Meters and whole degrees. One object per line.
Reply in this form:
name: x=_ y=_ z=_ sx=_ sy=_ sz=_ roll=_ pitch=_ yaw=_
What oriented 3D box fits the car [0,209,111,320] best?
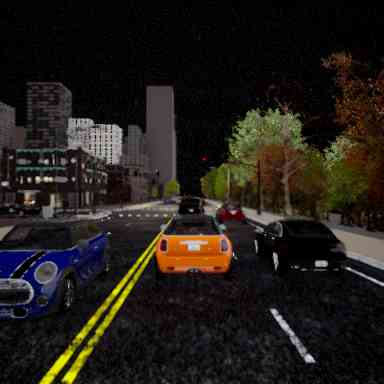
car: x=-3.387 y=1.443 z=7.771 sx=2.097 sy=1.767 sz=4.553 roll=0 pitch=-1 yaw=0

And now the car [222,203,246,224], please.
car: x=3.198 y=1.670 z=27.966 sx=2.097 sy=1.767 sz=4.553 roll=0 pitch=-1 yaw=0

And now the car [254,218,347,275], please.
car: x=3.292 y=1.628 z=10.930 sx=1.837 sy=1.490 sz=4.892 roll=0 pitch=-1 yaw=0

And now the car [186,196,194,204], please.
car: x=-0.501 y=2.100 z=89.364 sx=2.150 sy=2.045 sz=5.566 roll=0 pitch=-1 yaw=0

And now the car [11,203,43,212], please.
car: x=-20.189 y=2.315 z=42.531 sx=4.313 sy=1.339 sz=1.947 roll=-1 pitch=1 yaw=0

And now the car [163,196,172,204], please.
car: x=-7.031 y=2.291 z=94.909 sx=2.150 sy=2.045 sz=5.566 roll=0 pitch=-1 yaw=0

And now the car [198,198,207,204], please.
car: x=2.749 y=2.413 z=89.349 sx=2.033 sy=1.411 sz=5.357 roll=0 pitch=-1 yaw=0

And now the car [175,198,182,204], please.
car: x=-3.781 y=2.588 z=94.954 sx=1.812 sy=1.442 sz=4.674 roll=0 pitch=-1 yaw=0

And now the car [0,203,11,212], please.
car: x=-28.570 y=2.413 z=50.995 sx=4.403 sy=1.369 sz=2.008 roll=-1 pitch=1 yaw=0

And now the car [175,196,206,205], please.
car: x=-0.050 y=1.540 z=27.880 sx=2.150 sy=2.045 sz=5.566 roll=0 pitch=-1 yaw=0

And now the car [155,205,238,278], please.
car: x=0.042 y=1.474 z=10.676 sx=2.097 sy=1.767 sz=4.553 roll=0 pitch=-1 yaw=0
